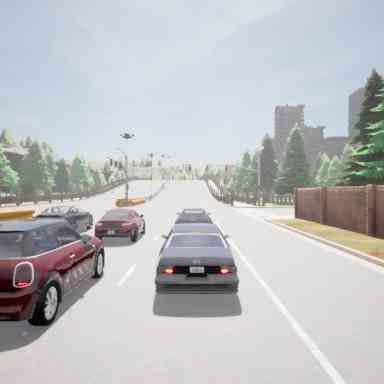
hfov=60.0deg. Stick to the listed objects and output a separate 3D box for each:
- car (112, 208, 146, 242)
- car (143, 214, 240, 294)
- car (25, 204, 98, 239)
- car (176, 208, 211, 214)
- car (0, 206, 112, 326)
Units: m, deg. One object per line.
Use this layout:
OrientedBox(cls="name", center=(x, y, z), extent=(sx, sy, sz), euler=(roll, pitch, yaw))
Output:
OrientedBox(cls="car", center=(-3.408, 1.526, 16.216), extent=(1.812, 1.442, 4.674), euler=(0, 0, -1))
OrientedBox(cls="car", center=(0.097, 1.547, 8.927), extent=(2.033, 1.411, 5.357), euler=(0, 0, 0))
OrientedBox(cls="car", center=(-6.906, 1.491, 18.318), extent=(2.128, 1.511, 4.902), euler=(0, 0, 0))
OrientedBox(cls="car", center=(0.096, 1.564, 18.168), extent=(1.994, 1.385, 4.181), euler=(0, 0, 0))
OrientedBox(cls="car", center=(-3.403, 1.352, 7.222), extent=(2.097, 1.767, 4.553), euler=(0, 0, 0))
